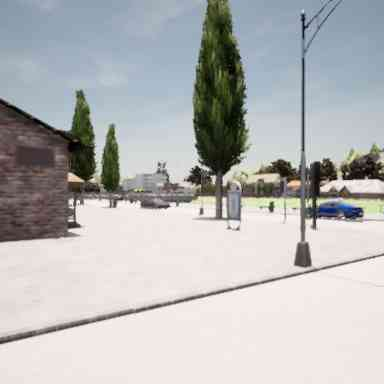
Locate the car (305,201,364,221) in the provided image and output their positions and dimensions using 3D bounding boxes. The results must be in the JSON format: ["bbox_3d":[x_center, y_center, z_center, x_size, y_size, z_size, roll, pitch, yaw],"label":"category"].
[{"bbox_3d":[11.558,1.506,27.563,1.882,1.535,5.008,0,0,-35],"label":"car"}]

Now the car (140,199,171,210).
[{"bbox_3d":[-4.834,1.570,43.243,2.033,1.411,5.357,0,0,-35],"label":"car"}]
